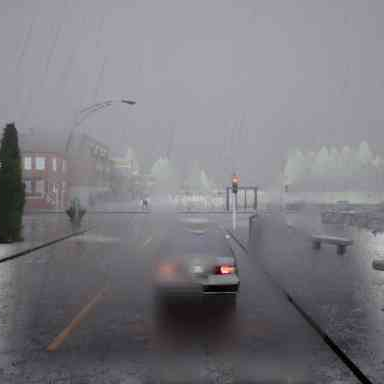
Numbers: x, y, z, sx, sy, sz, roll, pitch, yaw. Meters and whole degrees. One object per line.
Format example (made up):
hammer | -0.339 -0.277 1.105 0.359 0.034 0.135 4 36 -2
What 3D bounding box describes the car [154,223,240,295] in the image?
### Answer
car | 0.099 1.547 8.879 2.033 1.411 5.357 0 0 0
